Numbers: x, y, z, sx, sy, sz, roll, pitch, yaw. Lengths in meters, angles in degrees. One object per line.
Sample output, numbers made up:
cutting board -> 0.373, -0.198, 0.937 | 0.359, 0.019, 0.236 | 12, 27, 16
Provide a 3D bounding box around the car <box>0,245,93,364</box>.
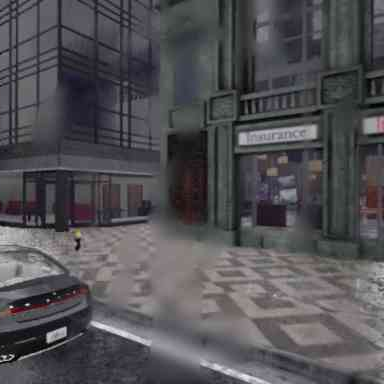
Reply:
car -> -3.466, 1.550, 5.434 | 4.403, 1.369, 2.008 | 0, 0, 36
